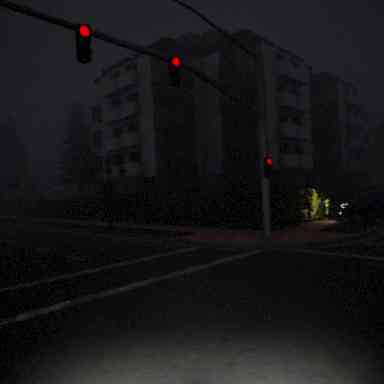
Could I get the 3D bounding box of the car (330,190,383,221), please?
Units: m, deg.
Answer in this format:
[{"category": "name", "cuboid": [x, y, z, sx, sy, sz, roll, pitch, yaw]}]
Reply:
[{"category": "car", "cuboid": [10.598, 0.704, 19.525, 4.553, 1.767, 2.097, -1, 2, 7]}]
